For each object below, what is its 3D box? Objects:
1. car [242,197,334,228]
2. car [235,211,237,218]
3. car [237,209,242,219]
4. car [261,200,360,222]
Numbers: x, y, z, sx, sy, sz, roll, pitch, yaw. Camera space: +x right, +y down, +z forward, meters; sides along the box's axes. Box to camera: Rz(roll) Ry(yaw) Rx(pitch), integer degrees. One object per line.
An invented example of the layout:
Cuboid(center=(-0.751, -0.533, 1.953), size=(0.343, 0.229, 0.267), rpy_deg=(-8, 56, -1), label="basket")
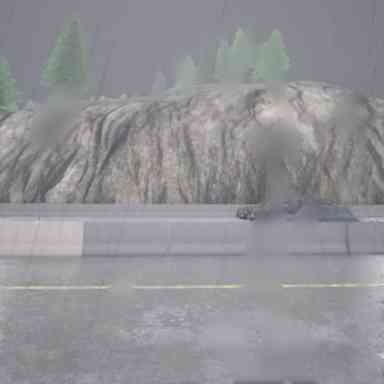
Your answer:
Cuboid(center=(6.276, 1.352, 20.775), size=(5.566, 2.045, 2.150), rpy_deg=(0, 0, -4), label="car")
Cuboid(center=(6.076, 1.654, 27.778), size=(4.902, 1.511, 2.128), rpy_deg=(0, 0, -4), label="car")
Cuboid(center=(6.441, 1.370, 24.293), size=(5.566, 2.045, 2.150), rpy_deg=(0, 0, -4), label="car")
Cuboid(center=(6.235, 1.466, 17.268), size=(4.553, 1.767, 2.097), rpy_deg=(0, 0, -4), label="car")
